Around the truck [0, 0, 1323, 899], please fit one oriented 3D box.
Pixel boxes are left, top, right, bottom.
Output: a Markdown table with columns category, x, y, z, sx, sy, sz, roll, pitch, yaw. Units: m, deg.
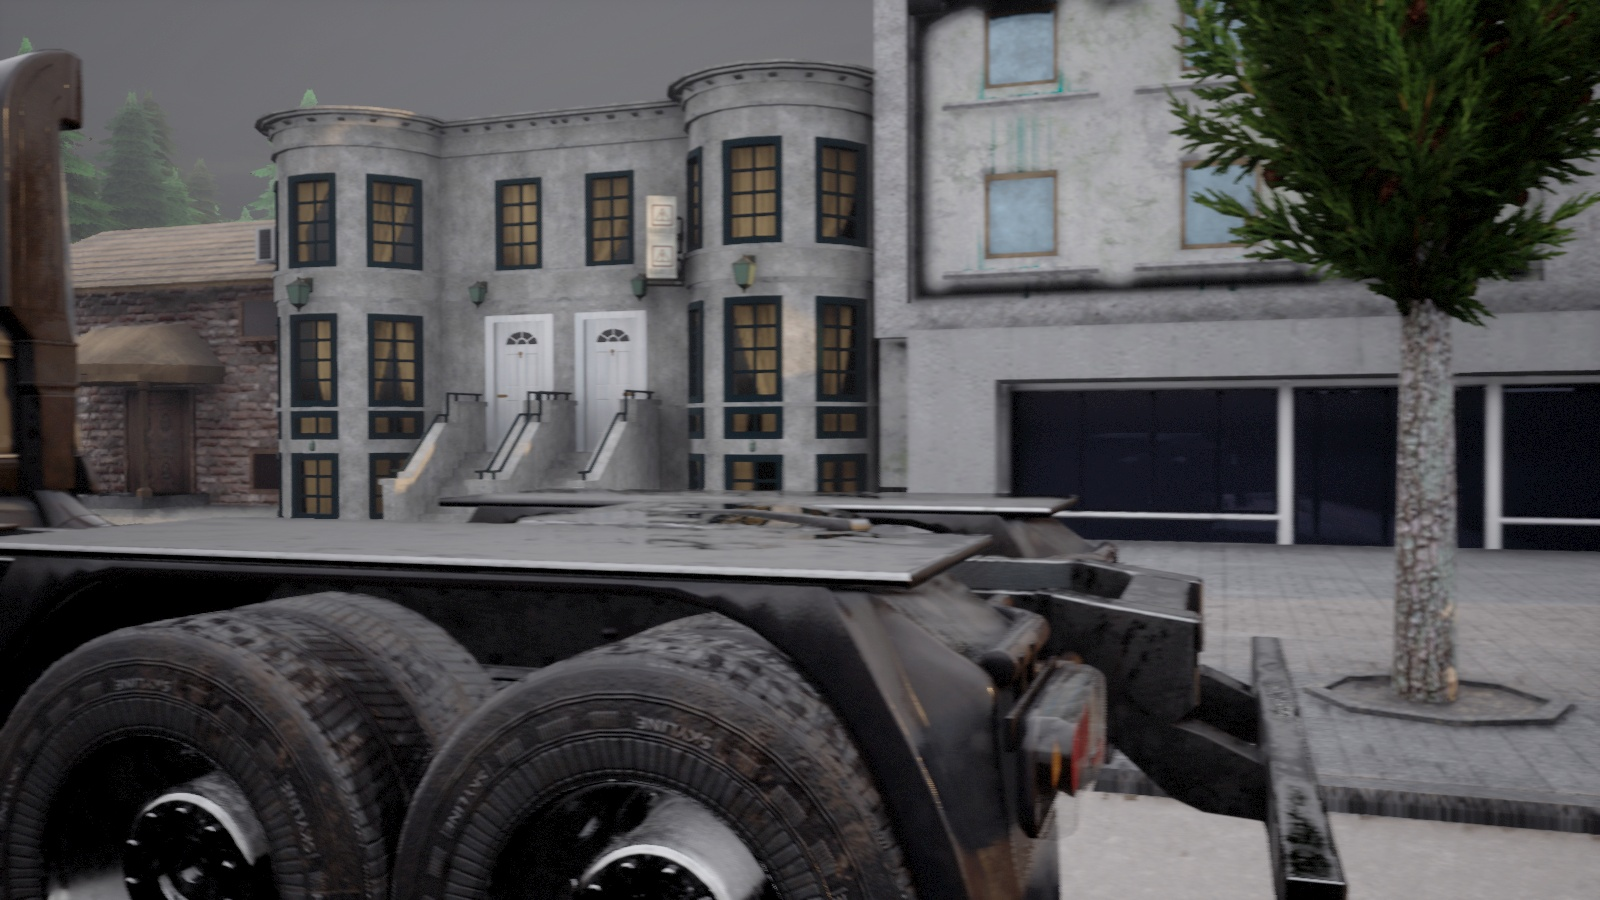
| category | x | y | z | sx | sy | sz | roll | pitch | yaw |
| --- | --- | --- | --- | --- | --- | --- | --- | --- | --- |
| truck | -2.508 | -0.238 | 4.549 | 7.936 | 3.462 | 2.891 | 1 | 1 | 19 |
